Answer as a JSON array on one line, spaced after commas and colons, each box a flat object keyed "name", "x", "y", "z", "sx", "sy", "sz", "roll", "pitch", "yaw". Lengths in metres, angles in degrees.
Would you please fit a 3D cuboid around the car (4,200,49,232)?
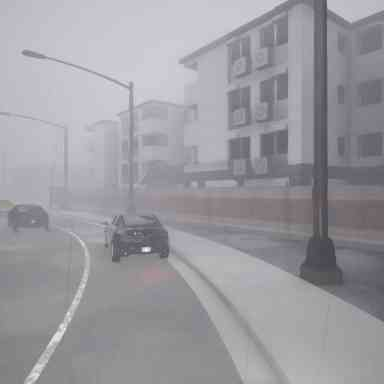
[{"name": "car", "x": -10.208, "y": 1.477, "z": 20.581, "sx": 1.882, "sy": 1.535, "sz": 5.008, "roll": 0, "pitch": 0, "yaw": -33}]

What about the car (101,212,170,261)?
[{"name": "car", "x": -2.189, "y": 1.504, "z": 12.417, "sx": 1.837, "sy": 1.490, "sz": 4.892, "roll": 0, "pitch": 0, "yaw": -19}]

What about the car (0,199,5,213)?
[{"name": "car", "x": -18.960, "y": 1.478, "z": 33.219, "sx": 1.882, "sy": 1.535, "sz": 5.008, "roll": 0, "pitch": 0, "yaw": -35}]
